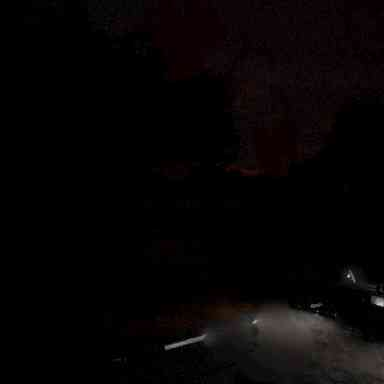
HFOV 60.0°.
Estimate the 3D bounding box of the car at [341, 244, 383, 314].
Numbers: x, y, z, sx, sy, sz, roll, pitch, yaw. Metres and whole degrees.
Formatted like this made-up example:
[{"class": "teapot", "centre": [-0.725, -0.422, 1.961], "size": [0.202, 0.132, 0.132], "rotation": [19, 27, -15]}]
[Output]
[{"class": "car", "centre": [4.987, 1.521, 6.730], "size": [4.674, 1.442, 1.812], "rotation": [0, 0, -34]}]
